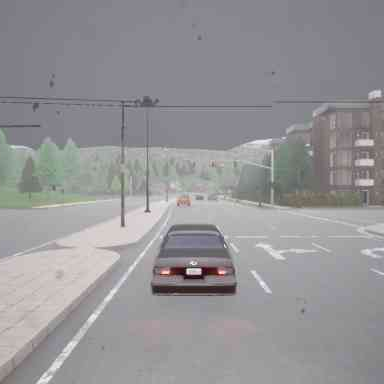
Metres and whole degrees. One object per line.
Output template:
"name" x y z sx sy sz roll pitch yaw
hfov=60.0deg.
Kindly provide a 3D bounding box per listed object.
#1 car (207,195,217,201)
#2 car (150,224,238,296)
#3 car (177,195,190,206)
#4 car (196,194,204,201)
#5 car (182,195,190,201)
"car" 5.483 1.539 85.414 2.033 1.411 5.357 0 0 0
"car" 0.043 1.547 8.798 2.033 1.411 5.357 0 0 0
"car" -1.354 1.352 54.543 2.097 1.767 4.553 0 0 -1
"car" 1.983 1.477 85.406 1.882 1.535 5.008 0 0 0
"car" -1.517 1.523 85.368 1.812 1.442 4.674 0 0 0
